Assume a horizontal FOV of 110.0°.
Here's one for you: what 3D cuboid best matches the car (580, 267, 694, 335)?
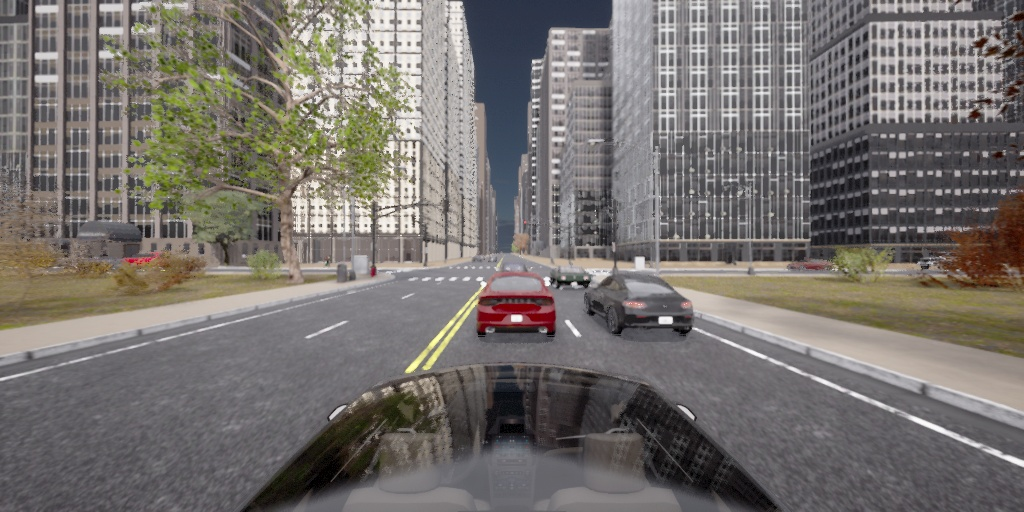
[{"bbox_3d":[3.345,1.209,10.108,1.812,1.442,4.674,0,1,0],"label":"car"}]

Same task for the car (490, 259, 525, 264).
[{"bbox_3d":[0.100,1.094,20.112,2.128,1.511,4.902,0,0,0],"label":"car"}]

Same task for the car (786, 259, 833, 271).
[{"bbox_3d":[35.119,1.063,42.337,4.674,1.442,1.812,0,0,2],"label":"car"}]

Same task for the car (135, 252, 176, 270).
[{"bbox_3d":[-42.535,0.611,41.755,5.566,2.045,2.150,0,0,2],"label":"car"}]

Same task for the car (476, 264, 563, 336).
[{"bbox_3d":[0.101,1.161,10.155,1.882,1.535,5.008,0,1,0],"label":"car"}]

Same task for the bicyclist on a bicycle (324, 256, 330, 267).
[{"bbox_3d":[-25.154,0.765,48.752,0.582,1.620,1.656,0,0,2],"label":"bicyclist on a bicycle"}]

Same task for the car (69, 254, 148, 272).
[{"bbox_3d":[-39.406,0.845,35.081,4.902,1.511,2.128,0,0,2],"label":"car"}]

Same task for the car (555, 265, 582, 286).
[{"bbox_3d":[3.353,1.192,21.473,1.895,1.301,4.718,0,0,0],"label":"car"}]
